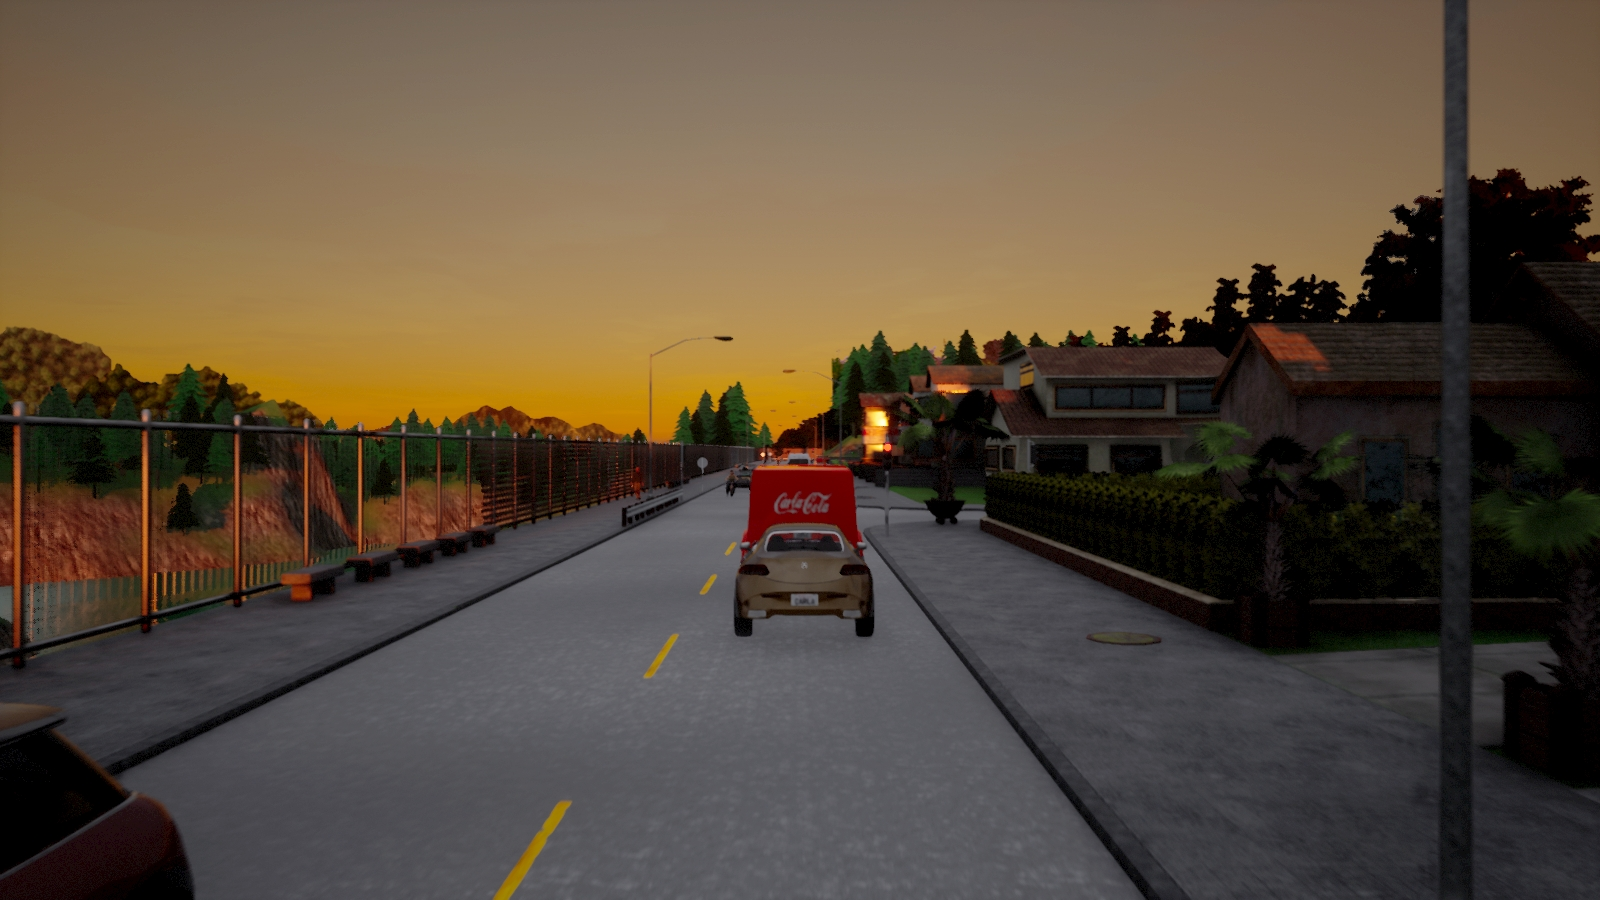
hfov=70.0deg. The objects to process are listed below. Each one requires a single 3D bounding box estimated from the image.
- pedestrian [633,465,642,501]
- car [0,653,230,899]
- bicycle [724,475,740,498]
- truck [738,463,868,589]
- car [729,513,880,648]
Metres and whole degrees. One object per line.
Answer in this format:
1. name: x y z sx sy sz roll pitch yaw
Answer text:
1. pedestrian: -8.613 1.744 60.642 0.375 1.860 0.375 0 0 5
2. car: -3.908 1.905 3.470 2.097 1.767 4.553 0 0 0
3. bicycle: -4.043 2.157 67.817 0.859 1.276 1.487 0 0 0
4. truck: 0.046 1.569 25.708 2.627 2.467 5.204 0 0 0
5. car: 0.059 1.992 18.787 2.152 1.651 5.027 0 0 0
